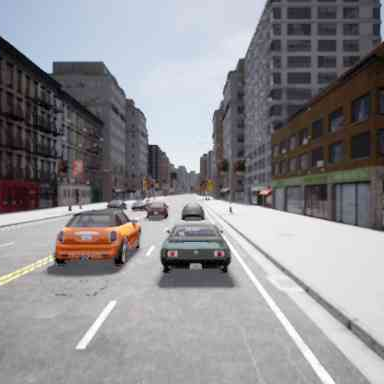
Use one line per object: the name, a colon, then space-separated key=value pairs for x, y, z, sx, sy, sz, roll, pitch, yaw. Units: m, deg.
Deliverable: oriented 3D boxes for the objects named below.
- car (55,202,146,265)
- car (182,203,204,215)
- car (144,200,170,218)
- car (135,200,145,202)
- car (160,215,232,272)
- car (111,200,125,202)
car: x=-3.149 y=1.401 z=12.065 sx=2.097 sy=1.767 sz=4.553 roll=0 pitch=0 yaw=0
car: x=0.103 y=1.688 z=30.180 sx=1.994 sy=1.385 sz=4.181 roll=0 pitch=0 yaw=0
car: x=-3.154 y=1.655 z=31.351 sx=1.812 sy=1.442 sz=4.674 roll=0 pitch=0 yaw=0
car: x=-6.536 y=1.725 z=42.950 sx=2.033 sy=1.411 sz=5.357 roll=0 pitch=0 yaw=1
car: x=0.102 y=1.645 z=10.850 sx=1.895 sy=1.301 sz=4.718 roll=0 pitch=0 yaw=0
car: x=-9.779 y=1.728 z=43.556 sx=2.033 sy=1.411 sz=5.357 roll=0 pitch=0 yaw=1
